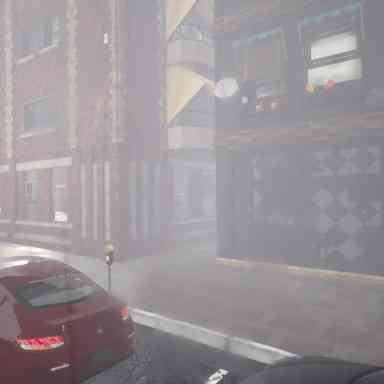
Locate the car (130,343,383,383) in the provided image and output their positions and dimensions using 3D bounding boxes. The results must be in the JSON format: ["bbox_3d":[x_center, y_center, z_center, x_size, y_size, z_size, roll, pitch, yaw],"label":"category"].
[{"bbox_3d":[1.975,1.566,1.439,4.313,1.339,1.947,0,-1,35],"label":"car"}]

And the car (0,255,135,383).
[{"bbox_3d":[-2.633,1.583,4.720,4.206,1.307,1.802,0,-1,35],"label":"car"}]
